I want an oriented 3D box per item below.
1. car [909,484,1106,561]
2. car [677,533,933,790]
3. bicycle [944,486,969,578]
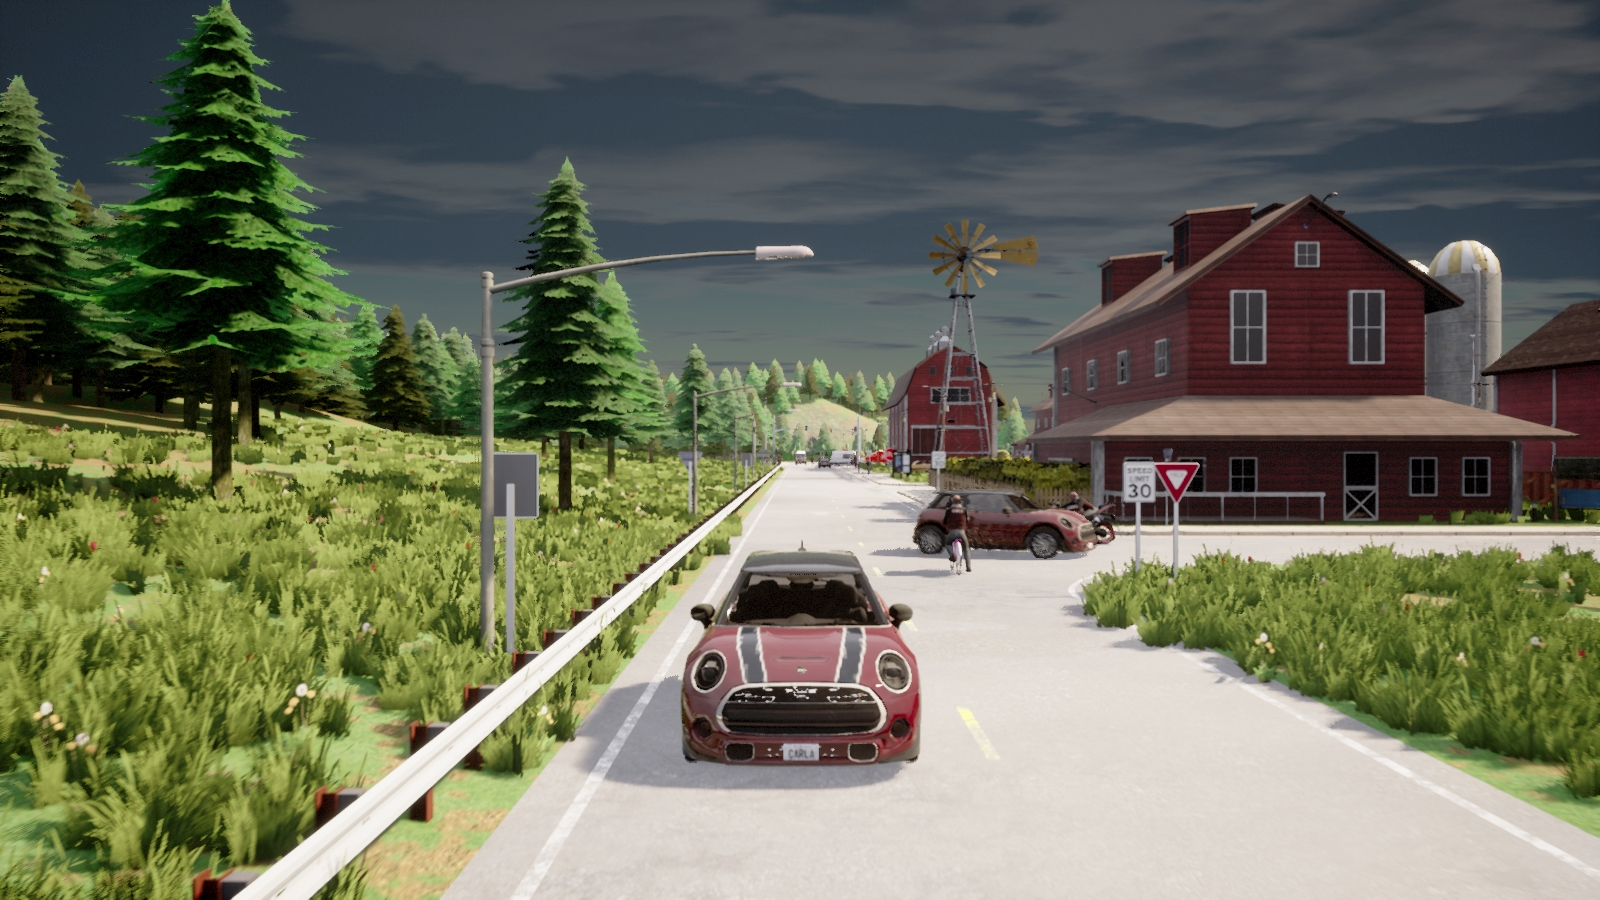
[{"bbox_3d":[5.341,1.806,29.558,4.553,1.767,2.097,-1,0,30],"label":"car"},{"bbox_3d":[0.049,1.901,11.644,2.097,1.767,4.553,0,0,0],"label":"car"},{"bbox_3d":[3.498,1.802,25.631,0.329,1.919,1.835,0,0,0],"label":"bicycle"}]
